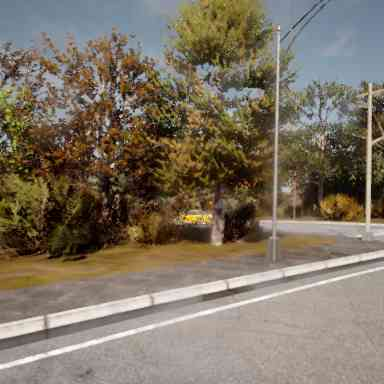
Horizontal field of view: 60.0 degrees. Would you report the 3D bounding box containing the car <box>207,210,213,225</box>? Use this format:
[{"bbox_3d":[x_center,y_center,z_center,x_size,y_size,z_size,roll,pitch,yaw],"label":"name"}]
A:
[{"bbox_3d":[0.776,2.496,32.524,1.882,1.535,5.008,3,-5,-40],"label":"car"}]

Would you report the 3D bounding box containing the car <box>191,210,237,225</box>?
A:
[{"bbox_3d":[2.264,2.729,36.150,2.128,1.511,4.902,3,-5,-41],"label":"car"}]
